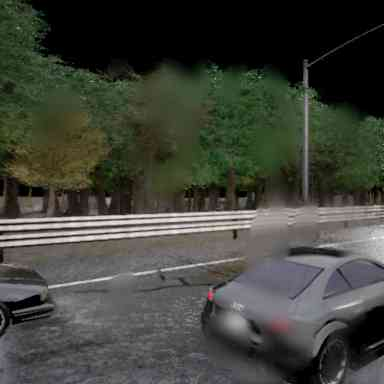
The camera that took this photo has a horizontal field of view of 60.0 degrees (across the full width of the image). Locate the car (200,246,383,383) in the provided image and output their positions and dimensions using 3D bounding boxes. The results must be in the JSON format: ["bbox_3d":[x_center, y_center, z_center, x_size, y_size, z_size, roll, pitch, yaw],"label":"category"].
[{"bbox_3d":[2.191,1.600,5.308,4.181,1.385,1.994,0,0,-35],"label":"car"}]

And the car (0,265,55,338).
[{"bbox_3d":[-4.864,1.537,4.577,5.357,1.411,2.033,1,0,-35],"label":"car"}]
